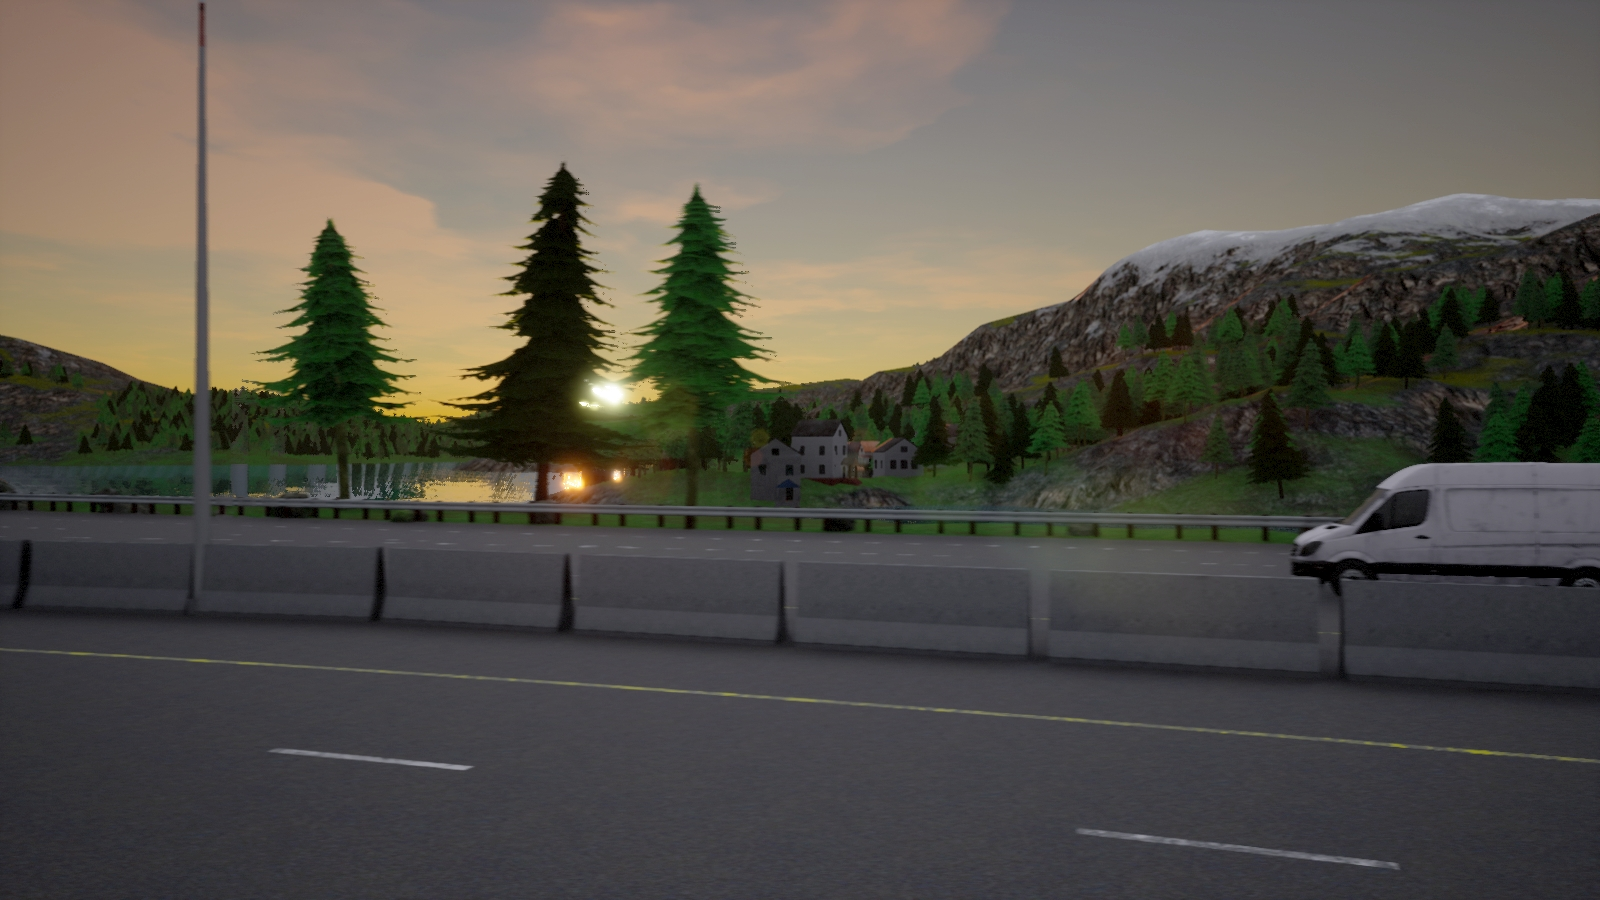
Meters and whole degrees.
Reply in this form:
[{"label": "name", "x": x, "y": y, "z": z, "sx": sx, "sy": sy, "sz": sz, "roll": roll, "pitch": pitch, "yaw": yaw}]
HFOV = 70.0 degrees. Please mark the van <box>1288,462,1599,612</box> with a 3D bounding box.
[{"label": "van", "x": 12.328, "y": 1.510, "z": 21.265, "sx": 5.915, "sy": 2.561, "sz": 1.988, "roll": 0, "pitch": 0, "yaw": 21}]
